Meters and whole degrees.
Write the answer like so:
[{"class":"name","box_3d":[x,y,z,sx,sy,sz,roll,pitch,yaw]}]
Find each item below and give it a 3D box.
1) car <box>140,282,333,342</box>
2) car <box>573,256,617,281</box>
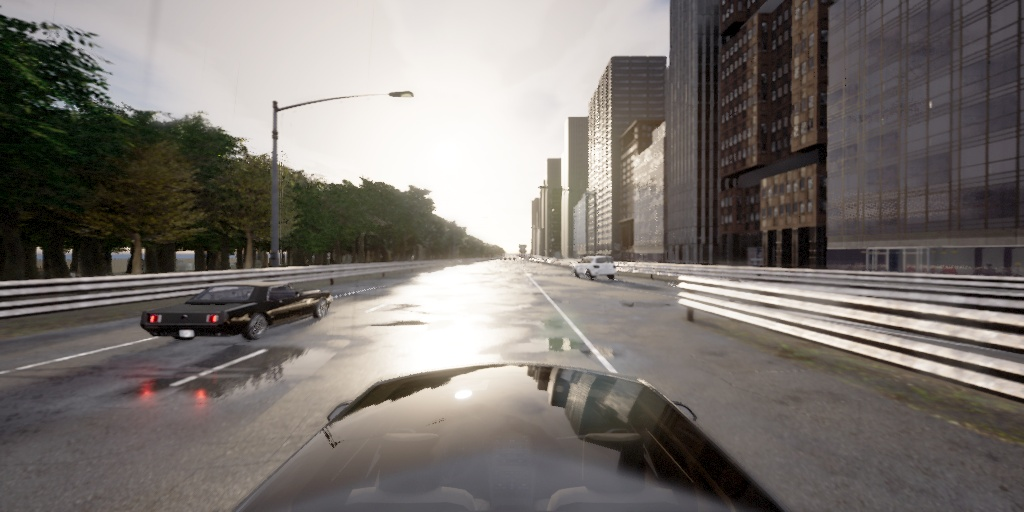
[{"class":"car","box_3d":[-6.905,1.361,9.840,1.895,1.301,4.718,0,0,0]},{"class":"car","box_3d":[7.176,1.033,31.615,2.150,2.045,5.566,0,0,-10]}]
